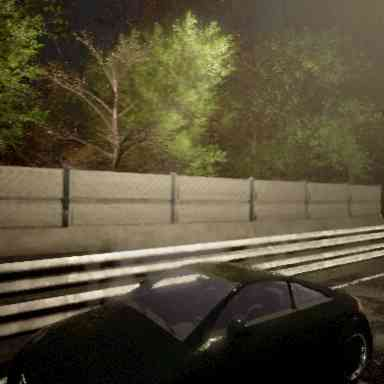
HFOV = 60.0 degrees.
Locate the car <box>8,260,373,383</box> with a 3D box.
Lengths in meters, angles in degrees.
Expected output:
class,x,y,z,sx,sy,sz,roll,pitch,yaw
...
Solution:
class,x,y,z,sx,sy,sz,roll,pitch,yaw
car,0.234,1.581,3.849,4.181,1.385,1.994,1,0,-35
